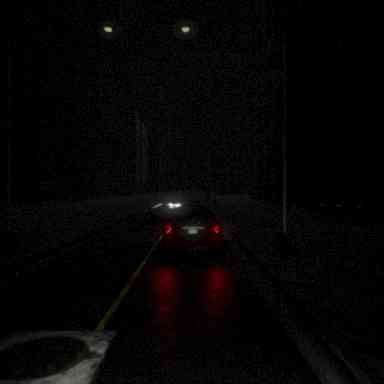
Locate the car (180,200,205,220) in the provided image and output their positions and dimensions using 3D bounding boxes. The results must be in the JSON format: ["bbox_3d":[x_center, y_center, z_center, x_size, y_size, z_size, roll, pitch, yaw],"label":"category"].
[{"bbox_3d":[0.044,1.457,28.157,1.994,1.385,4.181,0,0,0],"label":"car"}]

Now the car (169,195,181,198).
[{"bbox_3d":[-3.051,1.279,59.457,2.128,1.511,4.902,0,0,1],"label":"car"}]

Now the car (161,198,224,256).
[{"bbox_3d":[0.044,1.294,12.912,2.097,1.767,4.553,0,0,0],"label":"car"}]
